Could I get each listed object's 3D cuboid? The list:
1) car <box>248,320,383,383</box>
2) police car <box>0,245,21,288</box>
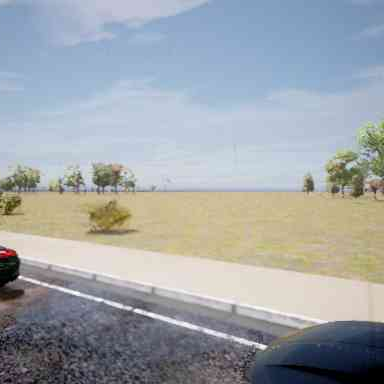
[{"bbox_3d":[2.682,1.477,1.649,5.008,1.535,1.882,0,0,36],"label":"car"},{"bbox_3d":[-6.289,1.509,8.034,4.974,1.542,2.038,0,0,35],"label":"police car"}]
